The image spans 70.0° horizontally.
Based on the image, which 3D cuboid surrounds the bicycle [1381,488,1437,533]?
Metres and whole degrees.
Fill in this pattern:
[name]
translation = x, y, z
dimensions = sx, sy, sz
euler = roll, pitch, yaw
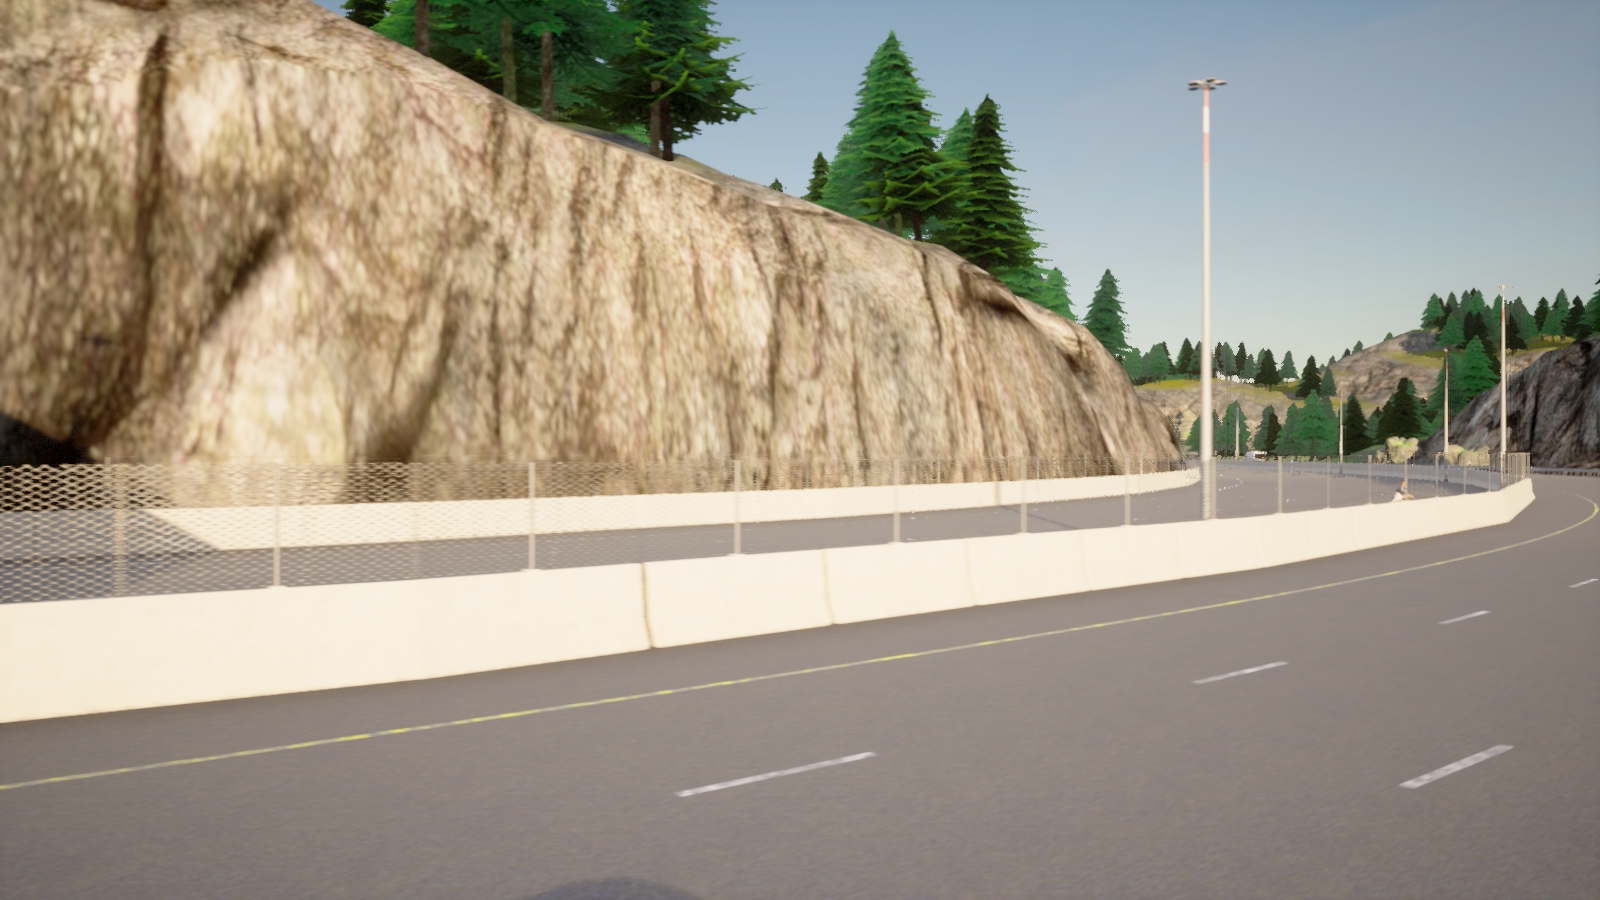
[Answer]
[bicycle]
translation = 20.732, 2.058, 38.915
dimensions = 0.373, 1.514, 1.643
euler = 6, -6, -43
